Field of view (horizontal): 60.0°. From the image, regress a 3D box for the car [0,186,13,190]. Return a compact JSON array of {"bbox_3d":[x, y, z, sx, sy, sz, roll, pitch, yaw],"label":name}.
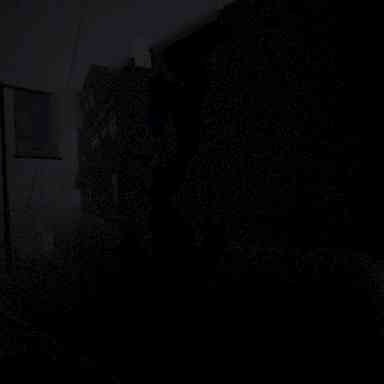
[{"bbox_3d":[-46.759,-0.704,80.764,2.231,1.521,4.892,-4,-3,6],"label":"car"}]
